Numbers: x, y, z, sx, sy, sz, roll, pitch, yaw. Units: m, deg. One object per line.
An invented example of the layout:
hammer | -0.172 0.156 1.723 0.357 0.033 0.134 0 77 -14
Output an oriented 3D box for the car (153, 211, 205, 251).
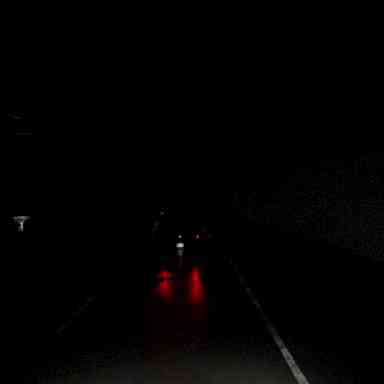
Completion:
car | -0.572 1.726 14.740 1.895 1.301 4.718 0 0 -3

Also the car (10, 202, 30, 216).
car | -19.120 1.835 36.423 1.812 1.442 4.674 0 -1 -19

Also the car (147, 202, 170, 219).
car | -3.320 1.768 32.867 2.128 1.511 4.902 0 -1 -13
